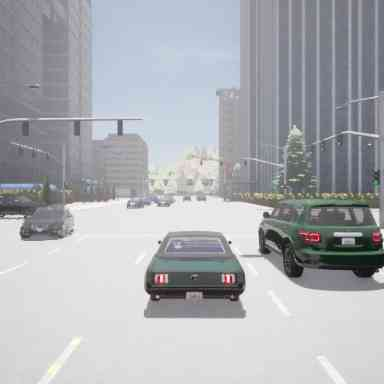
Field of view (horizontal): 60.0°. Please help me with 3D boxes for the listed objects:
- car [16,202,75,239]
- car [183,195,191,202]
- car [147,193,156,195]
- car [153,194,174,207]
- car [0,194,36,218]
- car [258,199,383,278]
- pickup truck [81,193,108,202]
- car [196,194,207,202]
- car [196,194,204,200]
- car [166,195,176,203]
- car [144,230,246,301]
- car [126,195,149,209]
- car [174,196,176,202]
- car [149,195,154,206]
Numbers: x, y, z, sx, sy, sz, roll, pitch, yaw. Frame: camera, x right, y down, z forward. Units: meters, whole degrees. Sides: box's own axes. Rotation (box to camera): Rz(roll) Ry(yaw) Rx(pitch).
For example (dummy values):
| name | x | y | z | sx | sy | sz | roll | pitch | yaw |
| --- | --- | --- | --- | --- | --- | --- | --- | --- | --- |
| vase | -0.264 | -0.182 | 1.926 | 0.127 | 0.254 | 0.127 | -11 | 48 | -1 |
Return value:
| name | x | y | z | sx | sy | sz | roll | pitch | yaw |
| --- | --- | --- | --- | --- | --- | --- | --- | --- | --- |
| car | -7.381 | 1.506 | 17.517 | 1.837 | 1.490 | 4.892 | 3 | -1 | -11 |
| car | -1.192 | 1.500 | 78.461 | 1.837 | 1.490 | 4.892 | 0 | 0 | -1 |
| car | -8.032 | 1.221 | 66.188 | 2.150 | 2.045 | 5.566 | 0 | 0 | 0 |
| car | -4.386 | 1.491 | 52.220 | 2.128 | 1.511 | 4.902 | 0 | 0 | -1 |
| car | -15.033 | 1.223 | 28.123 | 5.566 | 2.045 | 2.150 | 0 | 0 | -1 |
| car | 3.576 | 1.221 | 10.299 | 2.150 | 2.045 | 5.566 | 0 | 0 | 0 |
| pickup truck | -21.238 | 1.059 | 73.302 | 2.390 | 2.098 | 6.274 | 0 | 0 | 30 |
| car | 2.304 | 1.348 | 78.733 | 2.097 | 1.767 | 4.553 | 0 | 0 | -1 |
| car | 2.148 | 1.386 | 89.013 | 1.882 | 1.535 | 5.008 | 0 | 0 | -1 |
| car | -4.607 | 1.478 | 72.784 | 1.882 | 1.535 | 5.008 | 0 | 0 | -1 |
| car | 0.066 | 1.601 | 8.267 | 1.895 | 1.301 | 4.718 | 0 | 0 | 0 |
| car | -7.864 | 1.491 | 46.557 | 2.128 | 1.511 | 4.902 | 0 | 0 | 1 |
| car | -4.511 | 1.491 | 62.475 | 2.128 | 1.511 | 4.902 | 0 | 0 | 0 |
| car | -7.931 | 1.564 | 55.468 | 1.994 | 1.385 | 4.181 | 0 | 0 | -1 |
